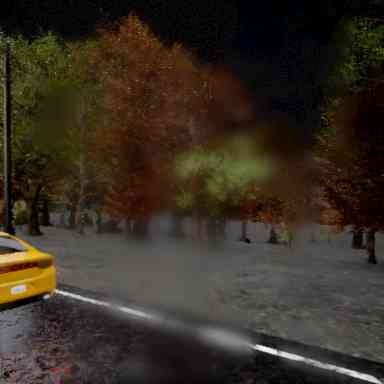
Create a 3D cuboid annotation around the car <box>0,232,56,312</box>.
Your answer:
[{"bbox_3d":[-5.033,1.588,7.310,5.008,1.535,1.882,-1,-1,36],"label":"car"}]
